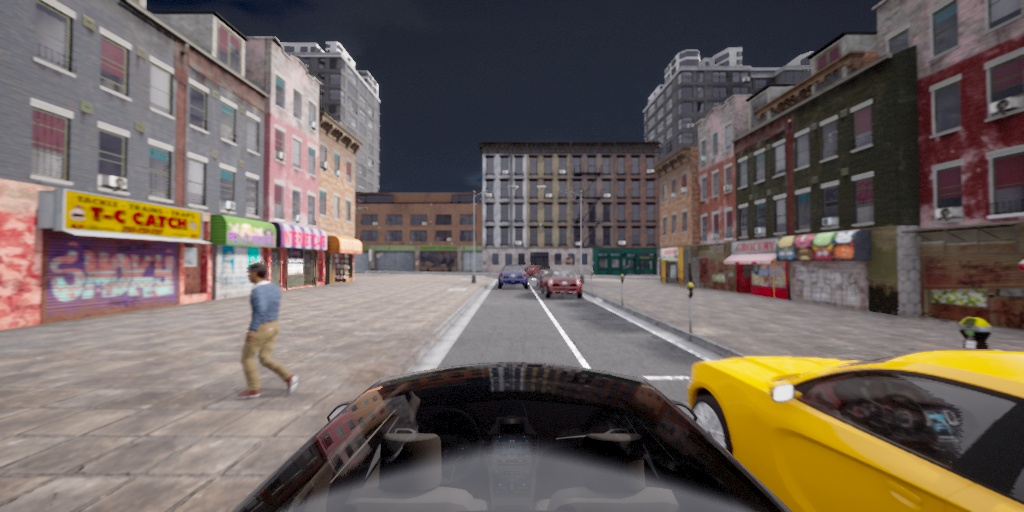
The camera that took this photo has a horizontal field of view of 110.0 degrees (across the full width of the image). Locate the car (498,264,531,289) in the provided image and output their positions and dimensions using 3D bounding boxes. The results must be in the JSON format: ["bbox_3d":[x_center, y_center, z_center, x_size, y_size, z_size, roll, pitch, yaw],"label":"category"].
[{"bbox_3d":[0.077,1.383,26.480,2.097,1.767,4.553,0,-1,0],"label":"car"}]

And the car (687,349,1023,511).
[{"bbox_3d":[2.749,1.229,1.744,1.882,1.535,5.008,0,-1,0],"label":"car"}]

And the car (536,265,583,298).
[{"bbox_3d":[2.637,1.395,19.918,1.967,1.591,4.097,0,0,0],"label":"car"}]

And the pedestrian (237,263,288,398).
[{"bbox_3d":[-3.323,0.926,4.763,0.375,1.860,0.375,0,-1,0],"label":"pedestrian"}]

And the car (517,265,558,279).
[{"bbox_3d":[2.893,1.756,39.669,4.674,1.442,1.812,2,-3,-44],"label":"car"}]

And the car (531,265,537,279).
[{"bbox_3d":[2.637,1.569,25.422,2.007,1.370,4.403,0,0,0],"label":"car"}]
